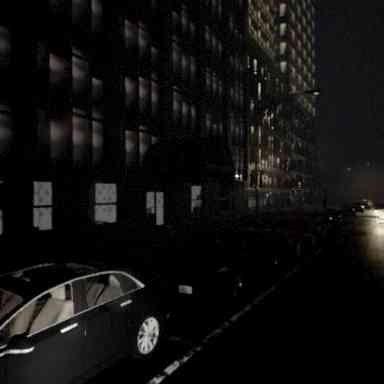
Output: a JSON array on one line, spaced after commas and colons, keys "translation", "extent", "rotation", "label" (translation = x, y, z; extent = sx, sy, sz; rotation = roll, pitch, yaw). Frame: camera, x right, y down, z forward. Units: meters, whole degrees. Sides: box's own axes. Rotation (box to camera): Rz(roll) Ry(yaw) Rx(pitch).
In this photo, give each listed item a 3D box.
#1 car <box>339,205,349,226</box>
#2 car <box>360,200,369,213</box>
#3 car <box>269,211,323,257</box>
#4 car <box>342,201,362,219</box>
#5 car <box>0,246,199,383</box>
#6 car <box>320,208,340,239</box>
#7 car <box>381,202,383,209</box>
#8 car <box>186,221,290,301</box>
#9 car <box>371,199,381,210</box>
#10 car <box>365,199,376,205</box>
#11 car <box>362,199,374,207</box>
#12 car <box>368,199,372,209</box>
[{"translation": [9.658, 1.834, 23.464], "extent": [1.802, 1.307, 4.206], "rotation": [-1, -1, 31], "label": "car"}, {"translation": [21.243, 1.998, 43.024], "extent": [2.008, 1.369, 4.403], "rotation": [-1, -1, 31], "label": "car"}, {"translation": [3.865, 1.699, 13.685], "extent": [1.887, 1.381, 4.507], "rotation": [-1, -1, 31], "label": "car"}, {"translation": [15.450, 1.901, 33.245], "extent": [2.008, 1.369, 4.403], "rotation": [-1, -1, 31], "label": "car"}, {"translation": [-1.928, 1.607, 3.905], "extent": [2.008, 1.369, 4.403], "rotation": [-1, -1, 31], "label": "car"}, {"translation": [6.761, 1.754, 18.575], "extent": [2.008, 1.369, 4.403], "rotation": [-1, -1, 31], "label": "car"}, {"translation": [11.725, 1.374, 16.061], "extent": [5.566, 2.045, 2.150], "rotation": [0, -1, -36], "label": "car"}, {"translation": [0.969, 1.671, 8.794], "extent": [1.947, 1.339, 4.313], "rotation": [-1, -1, 31], "label": "car"}, {"translation": [28.866, 2.111, 50.597], "extent": [1.895, 1.301, 4.718], "rotation": [-1, -1, 31], "label": "car"}, {"translation": [41.519, 2.351, 77.255], "extent": [1.947, 1.339, 4.313], "rotation": [-1, -1, 31], "label": "car"}, {"translation": [35.639, 2.213, 67.329], "extent": [1.752, 1.417, 4.829], "rotation": [-1, -1, 31], "label": "car"}, {"translation": [27.037, 2.126, 52.804], "extent": [1.802, 1.307, 4.206], "rotation": [-1, -1, 31], "label": "car"}]
